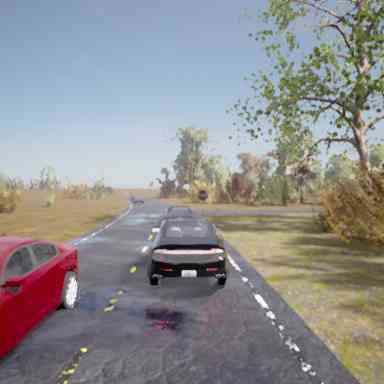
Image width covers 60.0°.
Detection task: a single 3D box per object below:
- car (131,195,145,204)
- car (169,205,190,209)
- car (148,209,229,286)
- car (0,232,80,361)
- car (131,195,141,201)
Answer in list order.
[{"bbox_3d":[-9.228,1.349,57.852,2.033,1.411,5.357,0,0,-11],"label":"car"},{"bbox_3d":[-0.756,1.498,20.503,1.994,1.385,4.181,0,0,-5],"label":"car"},{"bbox_3d":[-0.138,1.462,9.310,2.128,1.511,4.902,0,0,-2],"label":"car"},{"bbox_3d":[-3.203,1.462,4.887,1.882,1.535,5.008,0,0,-1],"label":"car"},{"bbox_3d":[-12.384,1.299,72.888,1.994,1.385,4.181,0,0,-12],"label":"car"}]
